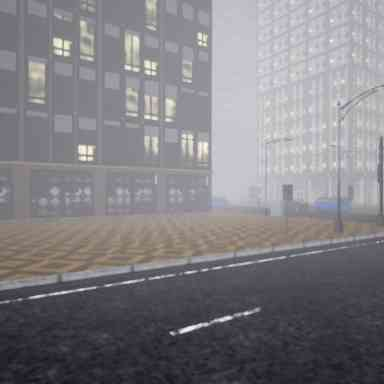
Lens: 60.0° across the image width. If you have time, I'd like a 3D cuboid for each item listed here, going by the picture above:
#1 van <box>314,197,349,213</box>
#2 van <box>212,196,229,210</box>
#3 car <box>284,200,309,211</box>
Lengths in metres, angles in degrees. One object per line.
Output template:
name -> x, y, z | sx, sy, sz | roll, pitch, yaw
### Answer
van -> 16.343, 1.524, 39.036 | 1.690, 1.788, 3.998 | 0, 0, -34
van -> 3.104, 1.466, 43.453 | 1.690, 1.788, 3.998 | 0, 0, -34
car -> 13.166, 1.702, 43.573 | 1.887, 1.381, 4.507 | 0, 0, -34
